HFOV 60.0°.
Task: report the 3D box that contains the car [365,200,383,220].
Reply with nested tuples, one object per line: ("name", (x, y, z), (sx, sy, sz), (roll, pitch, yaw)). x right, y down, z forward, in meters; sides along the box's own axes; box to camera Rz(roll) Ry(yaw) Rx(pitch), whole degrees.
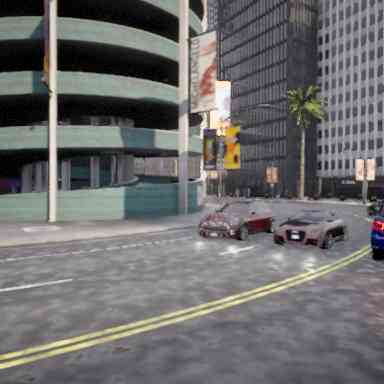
("car", (15.583, 1.403, 26.891), (1.994, 1.385, 4.181), (0, 0, 15))

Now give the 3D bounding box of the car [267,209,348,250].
("car", (5.076, 1.469, 13.927), (1.994, 1.385, 4.181), (1, 1, 38))

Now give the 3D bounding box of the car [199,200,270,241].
("car", (2.308, 1.229, 16.043), (2.097, 1.767, 4.553), (0, 1, 38))

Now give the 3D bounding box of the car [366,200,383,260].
("car", (7.752, 1.158, 11.335), (2.150, 2.045, 5.566), (1, 1, 40))

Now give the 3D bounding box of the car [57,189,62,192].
("car", (-23.009, 0.479, 58.943), (2.435, 2.045, 5.566), (0, 1, -34))
